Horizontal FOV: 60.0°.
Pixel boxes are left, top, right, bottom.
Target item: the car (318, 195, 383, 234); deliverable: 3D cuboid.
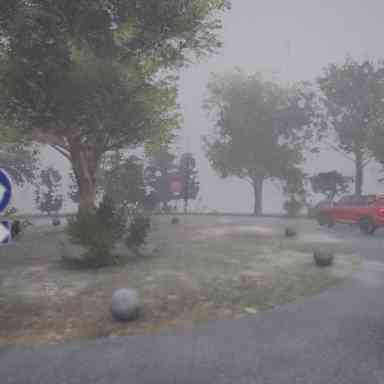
[{"bbox_3d":[9.595,1.166,18.907,2.150,2.045,5.566,1,0,-15],"label":"car"}]
